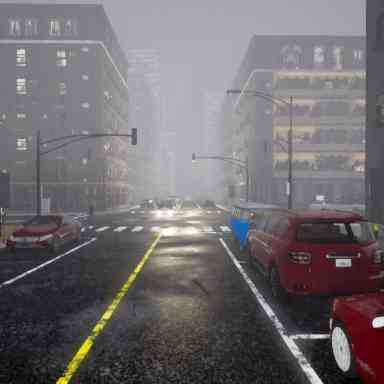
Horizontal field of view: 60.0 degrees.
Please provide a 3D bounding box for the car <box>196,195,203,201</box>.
[{"bbox_3d":[1.917,1.580,90.454,1.752,1.417,4.829,0,0,0],"label":"car"}]

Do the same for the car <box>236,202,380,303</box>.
[{"bbox_3d":[2.617,1.316,8.178,2.192,1.841,5.009,0,0,0],"label":"car"}]

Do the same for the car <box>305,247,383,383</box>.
[{"bbox_3d":[2.666,1.545,2.650,1.887,1.381,4.507,0,0,0],"label":"car"}]

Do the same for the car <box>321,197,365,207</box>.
[{"bbox_3d":[13.370,1.376,30.737,4.718,1.301,1.895,-1,0,-1],"label":"car"}]

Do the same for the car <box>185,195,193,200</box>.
[{"bbox_3d":[-0.725,1.477,85.566,1.895,1.301,4.718,0,0,0],"label":"car"}]

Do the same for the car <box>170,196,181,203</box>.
[{"bbox_3d":[-3.623,1.577,73.655,2.033,1.411,5.357,0,0,0],"label":"car"}]

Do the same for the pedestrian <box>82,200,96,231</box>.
[{"bbox_3d":[-5.791,1.297,18.789,0.375,1.860,0.375,0,0,0],"label":"pedestrian"}]

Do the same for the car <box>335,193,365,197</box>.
[{"bbox_3d":[15.480,1.040,33.349,5.009,1.841,2.192,-1,1,-1],"label":"car"}]

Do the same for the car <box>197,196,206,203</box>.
[{"bbox_3d":[2.060,1.603,73.715,1.947,1.339,4.313,0,0,0],"label":"car"}]

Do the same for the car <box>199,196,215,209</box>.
[{"bbox_3d":[2.296,1.597,46.098,1.802,1.307,4.206,0,0,0],"label":"car"}]

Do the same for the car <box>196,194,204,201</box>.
[{"bbox_3d":[2.154,1.572,62.668,1.887,1.381,4.507,0,0,0],"label":"car"}]

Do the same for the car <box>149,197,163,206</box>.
[{"bbox_3d":[-6.179,1.589,57.086,1.947,1.339,4.313,0,0,0],"label":"car"}]

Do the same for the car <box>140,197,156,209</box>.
[{"bbox_3d":[-6.085,1.581,46.039,1.947,1.339,4.313,0,0,0],"label":"car"}]

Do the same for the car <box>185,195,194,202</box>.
[{"bbox_3d":[-0.640,1.556,75.530,1.812,1.442,4.674,0,0,0],"label":"car"}]

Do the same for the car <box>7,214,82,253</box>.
[{"bbox_3d":[-5.808,1.584,13.635,1.802,1.307,4.206,0,0,0],"label":"car"}]

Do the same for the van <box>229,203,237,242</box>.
[{"bbox_3d":[2.570,1.343,13.705,1.690,1.788,3.998,0,0,0],"label":"van"}]

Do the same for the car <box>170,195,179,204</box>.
[{"bbox_3d":[-3.543,1.584,53.068,1.994,1.385,4.181,0,0,-1],"label":"car"}]

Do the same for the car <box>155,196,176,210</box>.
[{"bbox_3d":[-3.454,1.614,43.980,1.895,1.301,4.718,0,0,-1],"label":"car"}]

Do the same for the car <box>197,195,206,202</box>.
[{"bbox_3d":[2.249,1.584,51.622,1.947,1.339,4.313,0,0,0],"label":"car"}]

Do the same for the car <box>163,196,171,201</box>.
[{"bbox_3d":[-6.415,1.631,84.702,1.802,1.307,4.206,0,0,0],"label":"car"}]

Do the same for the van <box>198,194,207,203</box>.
[{"bbox_3d":[2.105,1.373,68.191,1.690,1.788,3.998,0,0,0],"label":"van"}]

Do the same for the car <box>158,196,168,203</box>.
[{"bbox_3d":[-6.321,1.582,73.656,1.887,1.381,4.507,0,0,0],"label":"car"}]
